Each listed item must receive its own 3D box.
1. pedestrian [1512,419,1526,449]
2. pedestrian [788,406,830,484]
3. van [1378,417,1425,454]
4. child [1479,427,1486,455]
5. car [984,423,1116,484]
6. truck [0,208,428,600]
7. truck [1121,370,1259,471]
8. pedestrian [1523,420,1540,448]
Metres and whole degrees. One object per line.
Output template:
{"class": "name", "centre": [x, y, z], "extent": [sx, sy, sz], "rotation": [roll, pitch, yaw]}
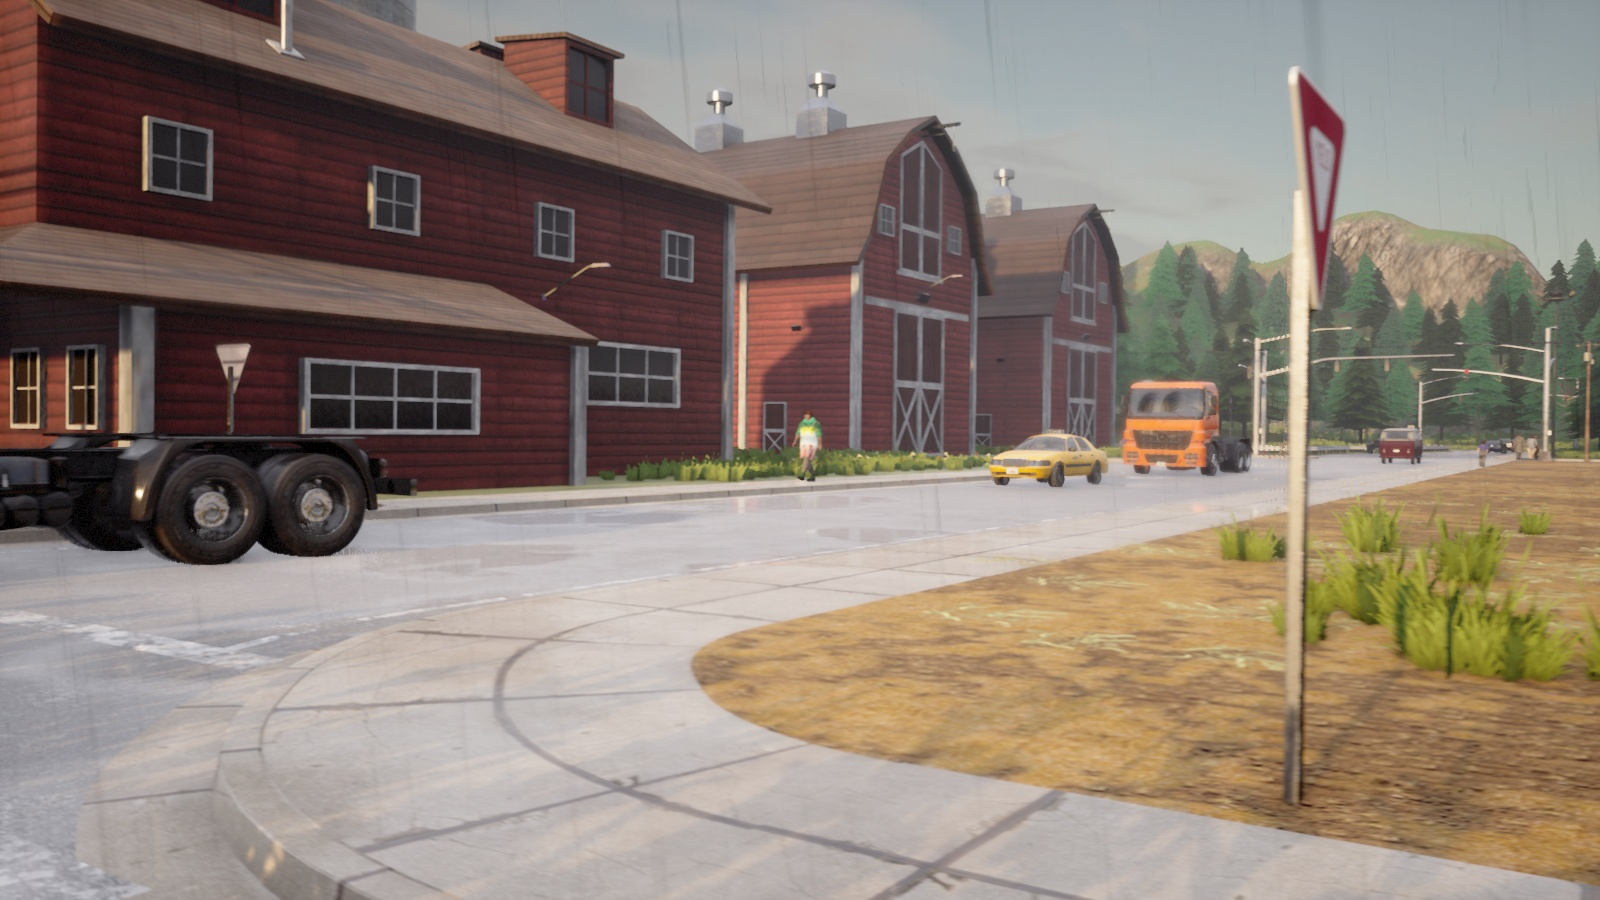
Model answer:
{"class": "pedestrian", "centre": [47.201, -1.065, 82.432], "extent": [0.659, 1.952, 0.873], "rotation": [0, 1, 36]}
{"class": "pedestrian", "centre": [0.227, -0.137, 31.859], "extent": [0.659, 1.952, 0.873], "rotation": [0, 1, 39]}
{"class": "van", "centre": [33.302, -0.836, 69.469], "extent": [1.775, 1.987, 4.442], "rotation": [0, 1, 33]}
{"class": "child", "centre": [30.660, -0.421, 56.382], "extent": [0.270, 1.263, 0.437], "rotation": [0, 1, 28]}
{"class": "car", "centre": [7.105, 0.048, 35.188], "extent": [1.801, 1.575, 5.366], "rotation": [0, 1, 33]}
{"class": "truck", "centre": [-7.932, -0.423, 12.366], "extent": [2.891, 3.462, 7.936], "rotation": [0, 1, 38]}
{"class": "truck", "centre": [14.733, -1.134, 47.042], "extent": [2.891, 3.462, 7.936], "rotation": [1, 2, 33]}
{"class": "pedestrian", "centre": [47.737, -1.046, 81.964], "extent": [0.874, 1.855, 0.900], "rotation": [0, 1, 35]}
